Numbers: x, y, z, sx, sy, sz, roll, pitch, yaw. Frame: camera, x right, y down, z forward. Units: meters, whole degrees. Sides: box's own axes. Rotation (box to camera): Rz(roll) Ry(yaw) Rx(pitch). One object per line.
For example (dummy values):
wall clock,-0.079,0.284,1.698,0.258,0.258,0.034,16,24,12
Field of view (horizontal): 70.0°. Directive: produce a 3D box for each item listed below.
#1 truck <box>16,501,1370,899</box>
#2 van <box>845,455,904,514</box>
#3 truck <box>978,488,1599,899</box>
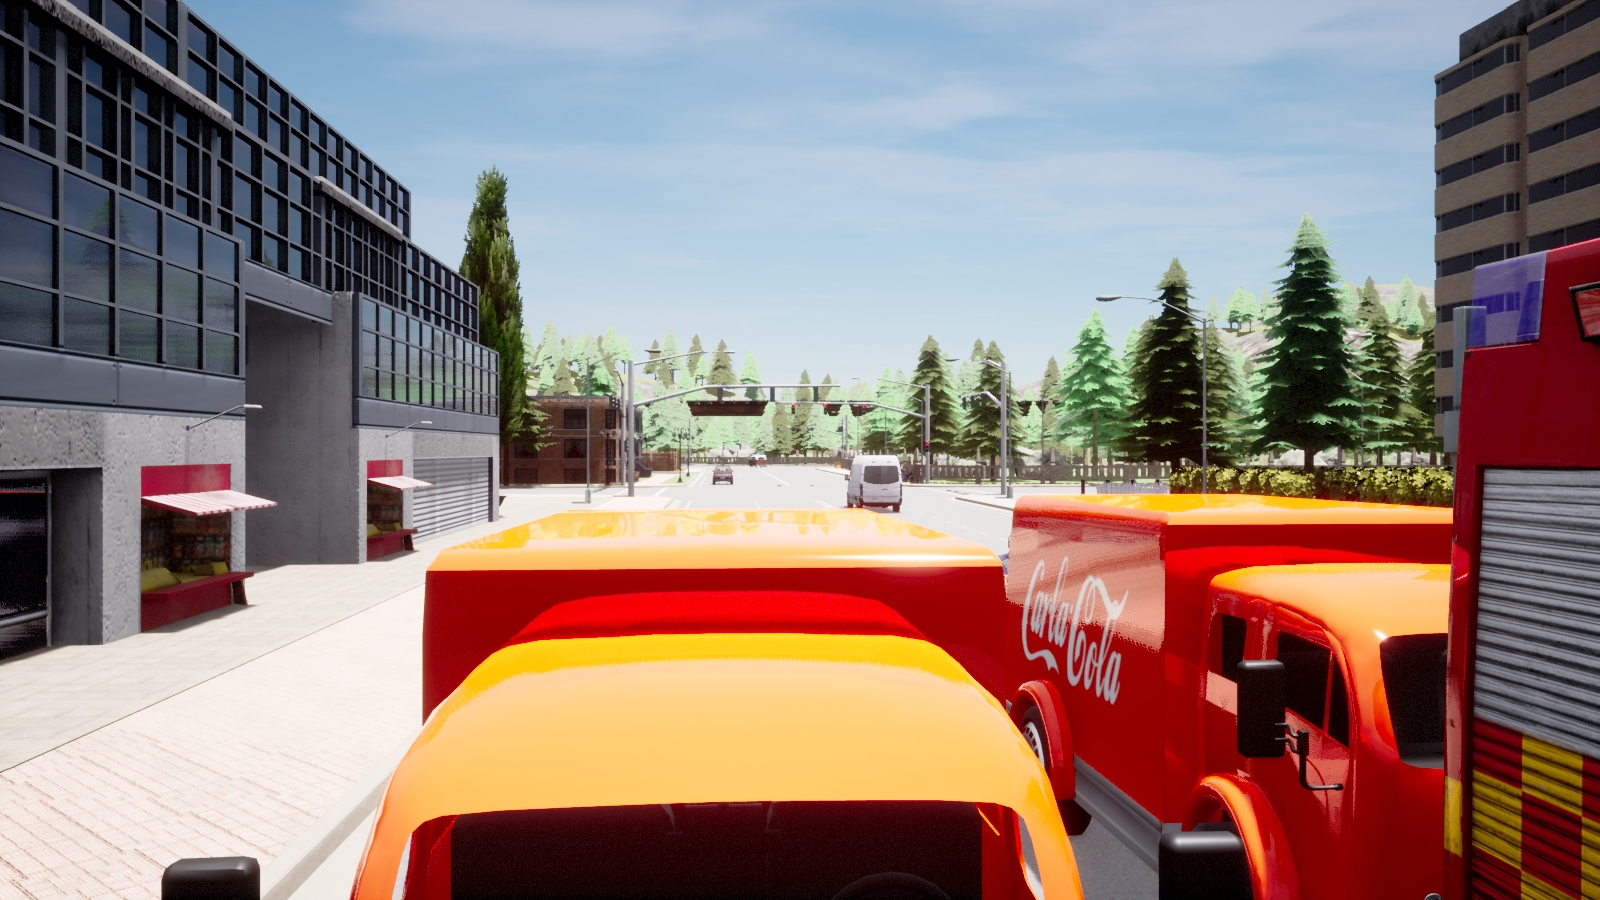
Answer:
truck,-0.347,1.568,4.821,2.627,2.467,5.204,0,0,-4
van,3.411,1.534,53.444,1.988,2.561,5.915,0,0,-4
truck,3.003,1.568,7.234,2.627,2.467,5.204,0,0,-4
